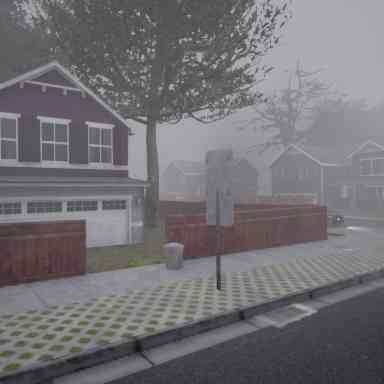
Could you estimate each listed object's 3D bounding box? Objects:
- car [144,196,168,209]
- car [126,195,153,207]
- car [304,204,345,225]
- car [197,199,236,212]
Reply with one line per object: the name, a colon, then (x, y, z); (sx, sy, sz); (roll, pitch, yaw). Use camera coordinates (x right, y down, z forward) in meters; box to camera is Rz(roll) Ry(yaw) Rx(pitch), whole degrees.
car: (-4.183, 1.362, 39.188); (1.882, 1.535, 5.008); (-1, 1, -36)
car: (-7.834, 1.307, 49.061); (1.882, 1.535, 5.008); (-1, 1, -36)
car: (8.024, 1.523, 22.493); (1.994, 1.385, 4.181); (-1, 1, -36)
car: (1.948, 1.423, 30.794); (1.837, 1.490, 4.892); (-1, 1, -37)
